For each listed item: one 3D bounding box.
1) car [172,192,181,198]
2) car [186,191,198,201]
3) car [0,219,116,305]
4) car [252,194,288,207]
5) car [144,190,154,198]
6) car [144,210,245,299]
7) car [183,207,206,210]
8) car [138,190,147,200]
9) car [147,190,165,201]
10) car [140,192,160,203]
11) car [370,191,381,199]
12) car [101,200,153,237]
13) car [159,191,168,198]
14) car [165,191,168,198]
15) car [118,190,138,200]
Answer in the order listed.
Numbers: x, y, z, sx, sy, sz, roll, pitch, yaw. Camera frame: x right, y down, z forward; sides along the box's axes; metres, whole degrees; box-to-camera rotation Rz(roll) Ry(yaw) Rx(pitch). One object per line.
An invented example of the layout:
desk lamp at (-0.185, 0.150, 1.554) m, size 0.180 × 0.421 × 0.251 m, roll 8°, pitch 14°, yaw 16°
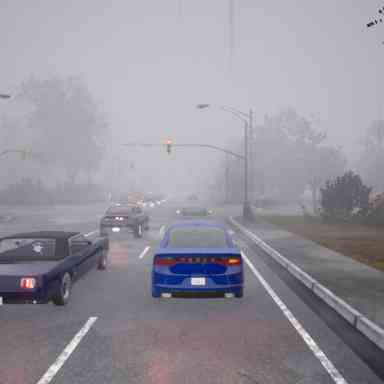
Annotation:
car at (-3.854, 0.741, 85.559) m, size 2.033 × 1.411 × 5.357 m, roll 0°, pitch 1°, yaw -4°
car at (0.172, 0.947, 67.625) m, size 1.837 × 1.490 × 4.892 m, roll 0°, pitch 1°, yaw 0°
car at (-3.387, 1.573, 7.942) m, size 1.895 × 1.301 × 4.718 m, roll 0°, pitch 0°, yaw 0°
car at (9.813, 1.027, 42.653) m, size 4.553 × 1.767 × 2.097 m, roll 0°, pitch 0°, yaw 0°
car at (-10.789, 0.445, 84.178) m, size 2.150 × 2.045 × 5.566 m, roll 0°, pitch 1°, yaw -3°
car at (0.114, 1.446, 8.488) m, size 1.882 × 1.535 × 5.008 m, roll 0°, pitch 0°, yaw 0°
car at (0.127, 1.459, 17.470) m, size 1.994 × 1.385 × 4.181 m, roll 0°, pitch 0°, yaw 0°
car at (-10.461, 0.709, 63.383) m, size 2.150 × 2.045 × 5.566 m, roll 0°, pitch 1°, yaw 0°
car at (-6.963, 0.956, 64.218) m, size 1.882 × 1.535 × 5.008 m, roll 0°, pitch 1°, yaw 0°
car at (-7.005, 1.127, 55.409) m, size 1.994 × 1.385 × 4.181 m, roll 0°, pitch 1°, yaw 0°
car at (25.011, 0.884, 43.353) m, size 5.566 × 2.045 × 2.150 m, roll -1°, pitch 1°, yaw -3°
car at (-3.373, 1.402, 17.194) m, size 1.837 × 1.490 × 4.892 m, roll 0°, pitch 0°, yaw 0°
car at (-7.299, 0.571, 84.477) m, size 2.097 × 1.767 × 4.553 m, roll 0°, pitch 1°, yaw -3°
car at (-6.982, 0.957, 74.243) m, size 1.895 × 1.301 × 4.718 m, roll 0°, pitch 1°, yaw -1°
car at (-10.534, 0.930, 53.800) m, size 2.097 × 1.767 × 4.553 m, roll 0°, pitch 0°, yaw 1°
